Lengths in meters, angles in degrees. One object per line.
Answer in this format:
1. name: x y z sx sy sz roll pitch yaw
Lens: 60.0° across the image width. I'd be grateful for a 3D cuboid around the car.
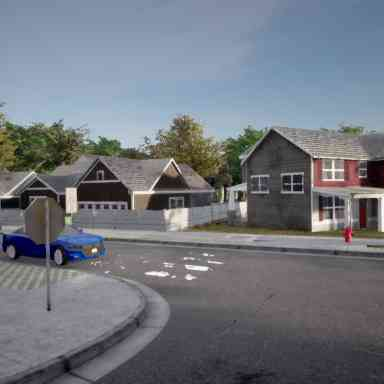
1. car: -5.843 2.018 13.947 5.008 1.535 1.882 -2 0 32
